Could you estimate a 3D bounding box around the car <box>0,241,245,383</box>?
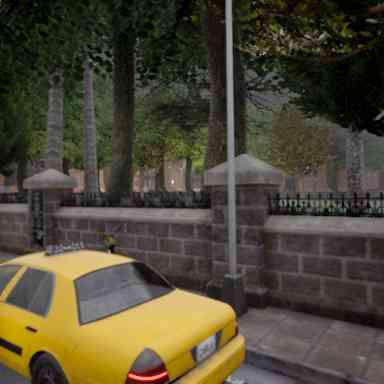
[{"bbox_3d":[-1.948,1.475,4.675,5.366,1.575,1.801,0,0,35],"label":"car"}]
